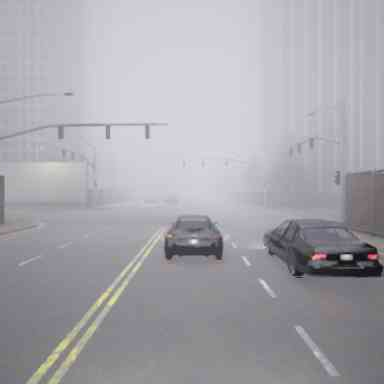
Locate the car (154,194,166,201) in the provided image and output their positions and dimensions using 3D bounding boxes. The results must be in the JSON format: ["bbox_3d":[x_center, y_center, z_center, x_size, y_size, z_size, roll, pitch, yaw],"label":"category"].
[{"bbox_3d":[-7.005,1.247,73.606,2.128,1.511,4.902,0,0,0],"label":"car"}]

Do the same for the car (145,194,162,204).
[{"bbox_3d":[-7.047,1.423,58.729,1.994,1.385,4.181,0,0,1],"label":"car"}]

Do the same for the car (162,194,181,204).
[{"bbox_3d":[-3.549,1.211,58.787,2.097,1.767,4.553,0,0,1],"label":"car"}]

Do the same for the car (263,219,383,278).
[{"bbox_3d":[3.542,1.523,10.077,2.033,1.411,5.357,0,0,1],"label":"car"}]

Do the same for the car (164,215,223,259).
[{"bbox_3d":[0.061,1.532,12.431,1.994,1.385,4.181,0,0,0],"label":"car"}]

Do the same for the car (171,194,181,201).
[{"bbox_3d":[-3.505,1.240,73.904,2.128,1.511,4.902,0,0,0],"label":"car"}]
